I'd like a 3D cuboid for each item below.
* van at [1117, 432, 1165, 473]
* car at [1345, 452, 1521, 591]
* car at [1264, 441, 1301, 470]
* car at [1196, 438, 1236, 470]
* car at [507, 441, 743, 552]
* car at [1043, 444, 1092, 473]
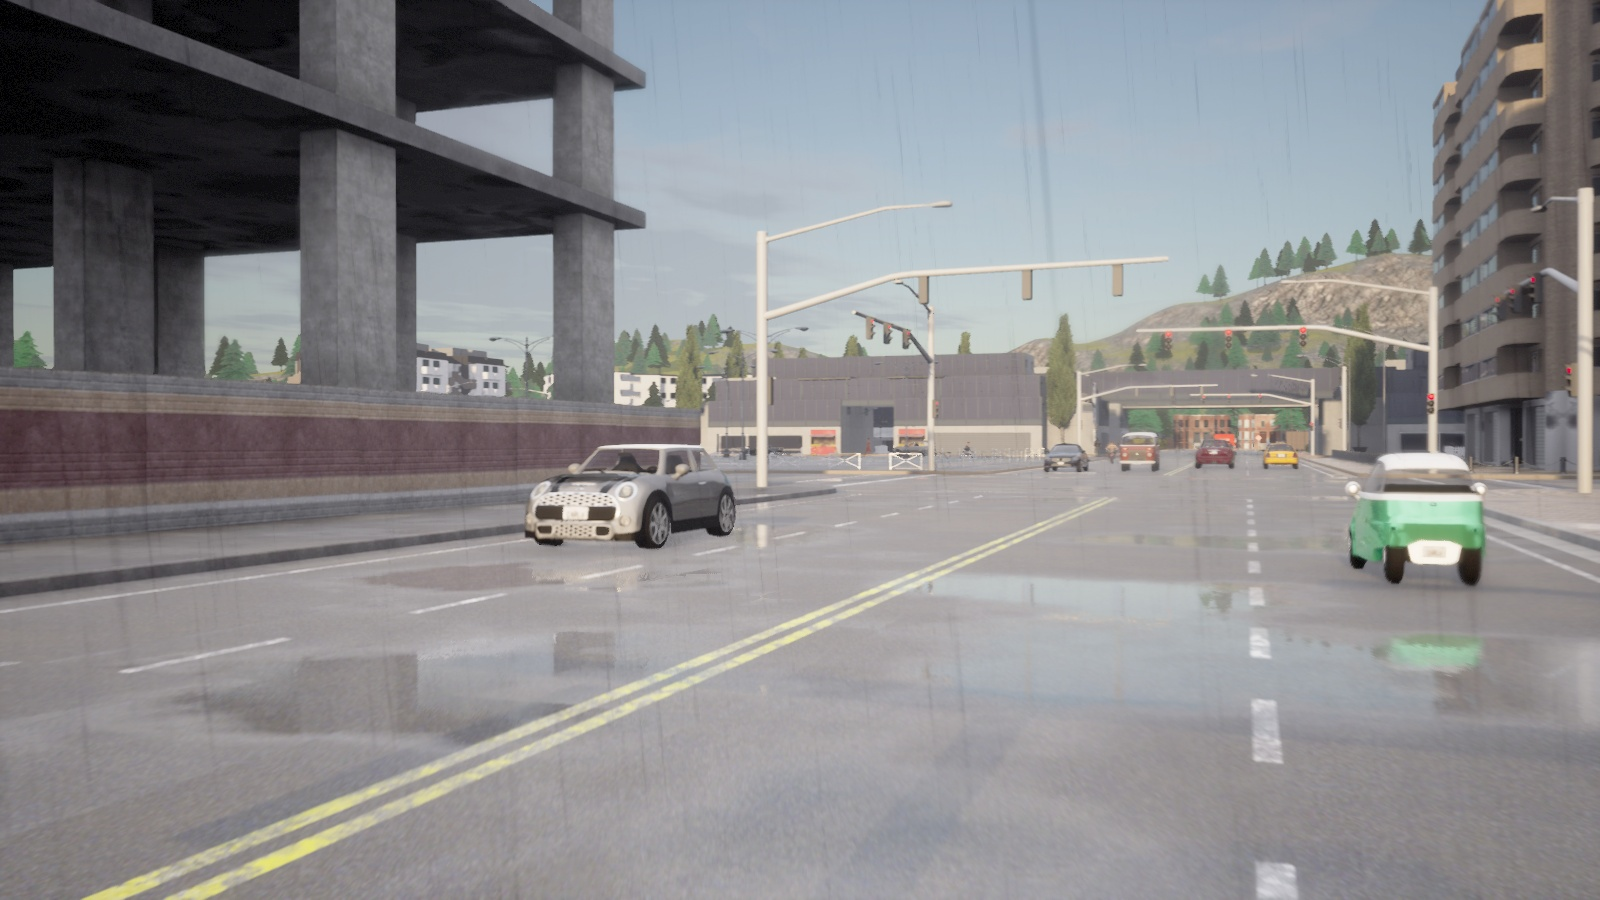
[{"bbox_3d":[17.741,0.112,65.188,2.069,2.038,4.480,0,0,20],"label":"van"},{"bbox_3d":[6.978,0.727,14.026,1.481,1.376,2.207,0,1,20],"label":"car"},{"bbox_3d":[27.176,0.302,70.831,1.801,1.575,5.366,0,0,20],"label":"car"},{"bbox_3d":[24.129,0.209,72.708,2.097,1.767,4.553,0,0,20],"label":"car"},{"bbox_3d":[-2.477,0.603,18.775,1.970,1.475,3.806,0,0,20],"label":"car"},{"bbox_3d":[13.768,0.416,64.463,1.812,1.442,4.674,0,0,20],"label":"car"}]
